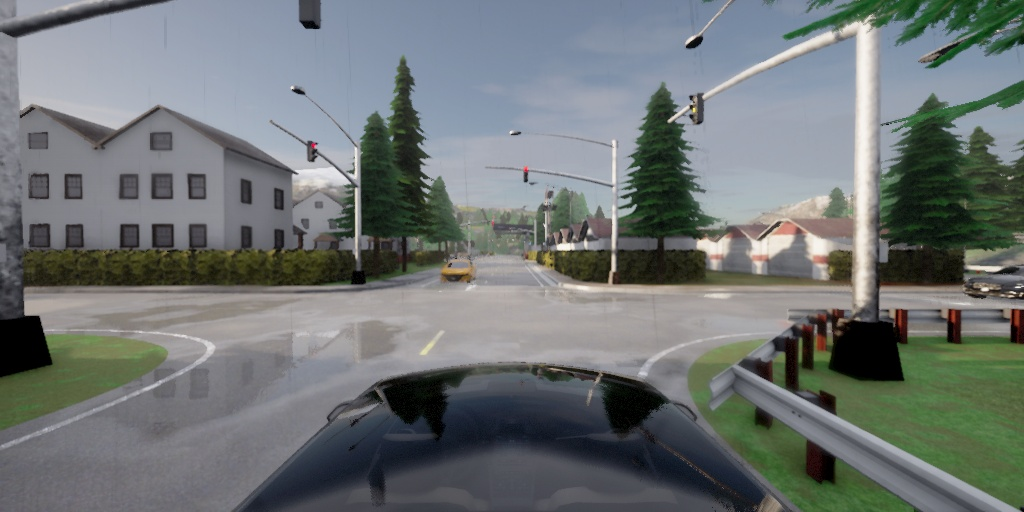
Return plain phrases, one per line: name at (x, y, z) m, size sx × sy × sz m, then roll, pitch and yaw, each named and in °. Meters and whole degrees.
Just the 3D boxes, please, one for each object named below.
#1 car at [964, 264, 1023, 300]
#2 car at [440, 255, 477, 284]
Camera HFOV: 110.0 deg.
car at (21.108, 1.071, 14.345) m, size 4.892 × 1.490 × 1.837 m, roll 0°, pitch 1°, yaw -4°
car at (-3.458, 0.986, 23.734) m, size 1.882 × 1.535 × 5.008 m, roll 0°, pitch 2°, yaw 0°
